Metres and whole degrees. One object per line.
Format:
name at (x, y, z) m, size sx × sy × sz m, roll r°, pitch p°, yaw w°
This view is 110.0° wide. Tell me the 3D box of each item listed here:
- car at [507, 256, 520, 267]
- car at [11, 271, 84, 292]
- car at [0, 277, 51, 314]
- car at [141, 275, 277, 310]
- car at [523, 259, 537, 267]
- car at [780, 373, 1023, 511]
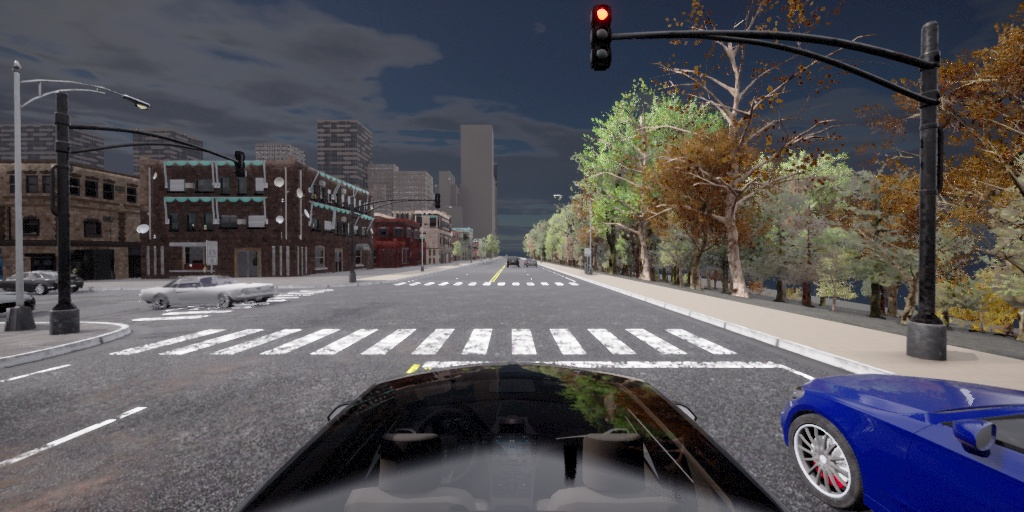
car at (0.217, 0.944, 63.654) m, size 2.150 × 2.045 × 5.566 m, roll 0°, pitch 0°, yaw 1°
car at (-28.242, 1.558, 21.313) m, size 4.403 × 1.370 × 2.007 m, roll 0°, pitch 0°, yaw 0°
car at (-19.926, 1.564, 12.784) m, size 4.313 × 1.339 × 1.948 m, roll 0°, pitch 0°, yaw 0°
car at (-12.526, 1.468, 14.979) m, size 4.718 × 1.301 × 1.895 m, roll -2°, pitch 0°, yaw 8°
car at (3.470, 1.212, 63.887) m, size 2.128 × 1.511 × 4.902 m, roll 0°, pitch 0°, yaw 0°
car at (3.346, 1.276, 1.343) m, size 1.812 × 1.442 × 4.674 m, roll 0°, pitch 0°, yaw 2°
